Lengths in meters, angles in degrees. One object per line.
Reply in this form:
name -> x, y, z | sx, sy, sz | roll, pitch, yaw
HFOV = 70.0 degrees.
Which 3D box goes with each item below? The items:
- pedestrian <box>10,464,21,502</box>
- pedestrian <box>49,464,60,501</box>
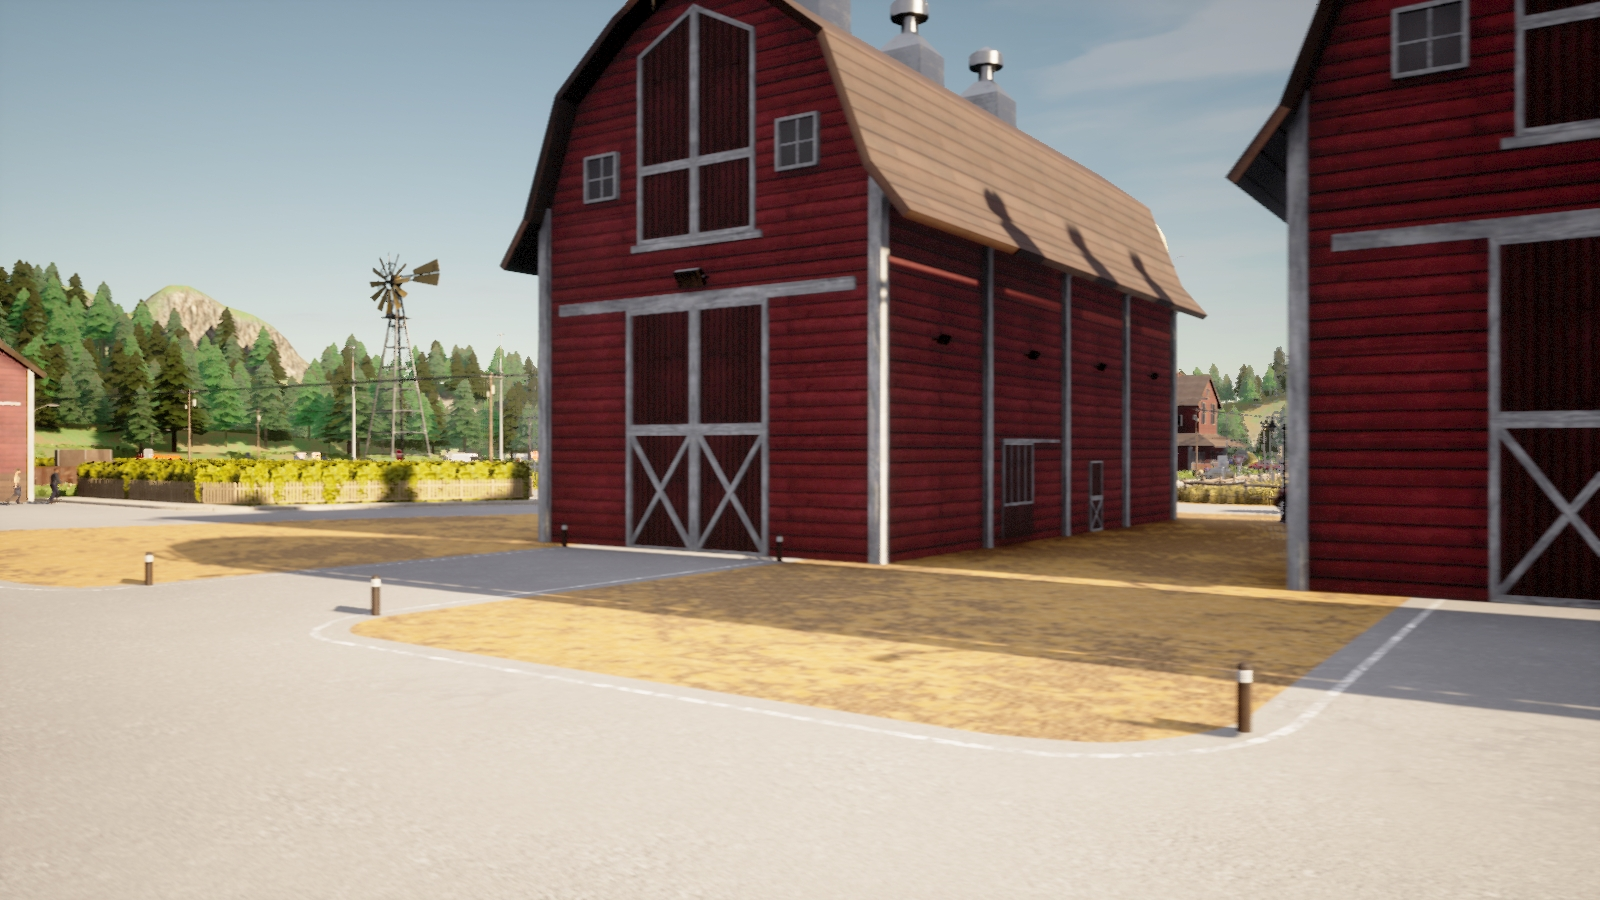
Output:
pedestrian -> -38.281, 1.617, 55.746 | 0.375, 1.860, 0.375 | 0, 0, -27
pedestrian -> -37.102, 1.618, 56.882 | 0.375, 1.860, 0.375 | 0, 0, 41
